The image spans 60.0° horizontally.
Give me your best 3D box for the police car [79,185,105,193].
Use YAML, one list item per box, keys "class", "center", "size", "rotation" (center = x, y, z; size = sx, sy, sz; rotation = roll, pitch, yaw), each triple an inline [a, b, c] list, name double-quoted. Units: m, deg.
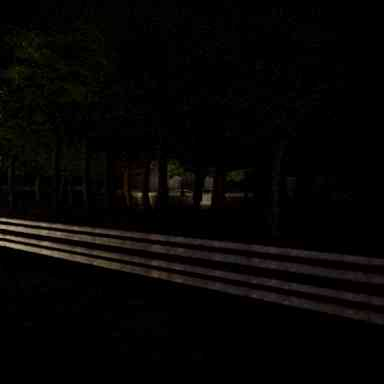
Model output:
- class: "police car"
  center: [-20.315, -0.563, 67.876]
  size: [5.238, 1.638, 1.930]
  rotation: [1, 1, 5]
